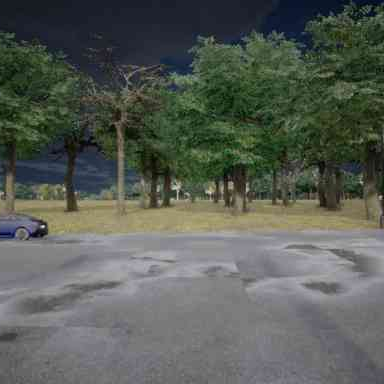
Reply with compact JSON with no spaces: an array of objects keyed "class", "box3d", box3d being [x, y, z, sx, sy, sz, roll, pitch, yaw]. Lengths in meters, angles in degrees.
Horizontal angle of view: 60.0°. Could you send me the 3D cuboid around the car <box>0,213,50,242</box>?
[{"class":"car","box3d":[-9.631,1.788,17.125,4.181,1.385,1.994,-1,-2,2]}]
